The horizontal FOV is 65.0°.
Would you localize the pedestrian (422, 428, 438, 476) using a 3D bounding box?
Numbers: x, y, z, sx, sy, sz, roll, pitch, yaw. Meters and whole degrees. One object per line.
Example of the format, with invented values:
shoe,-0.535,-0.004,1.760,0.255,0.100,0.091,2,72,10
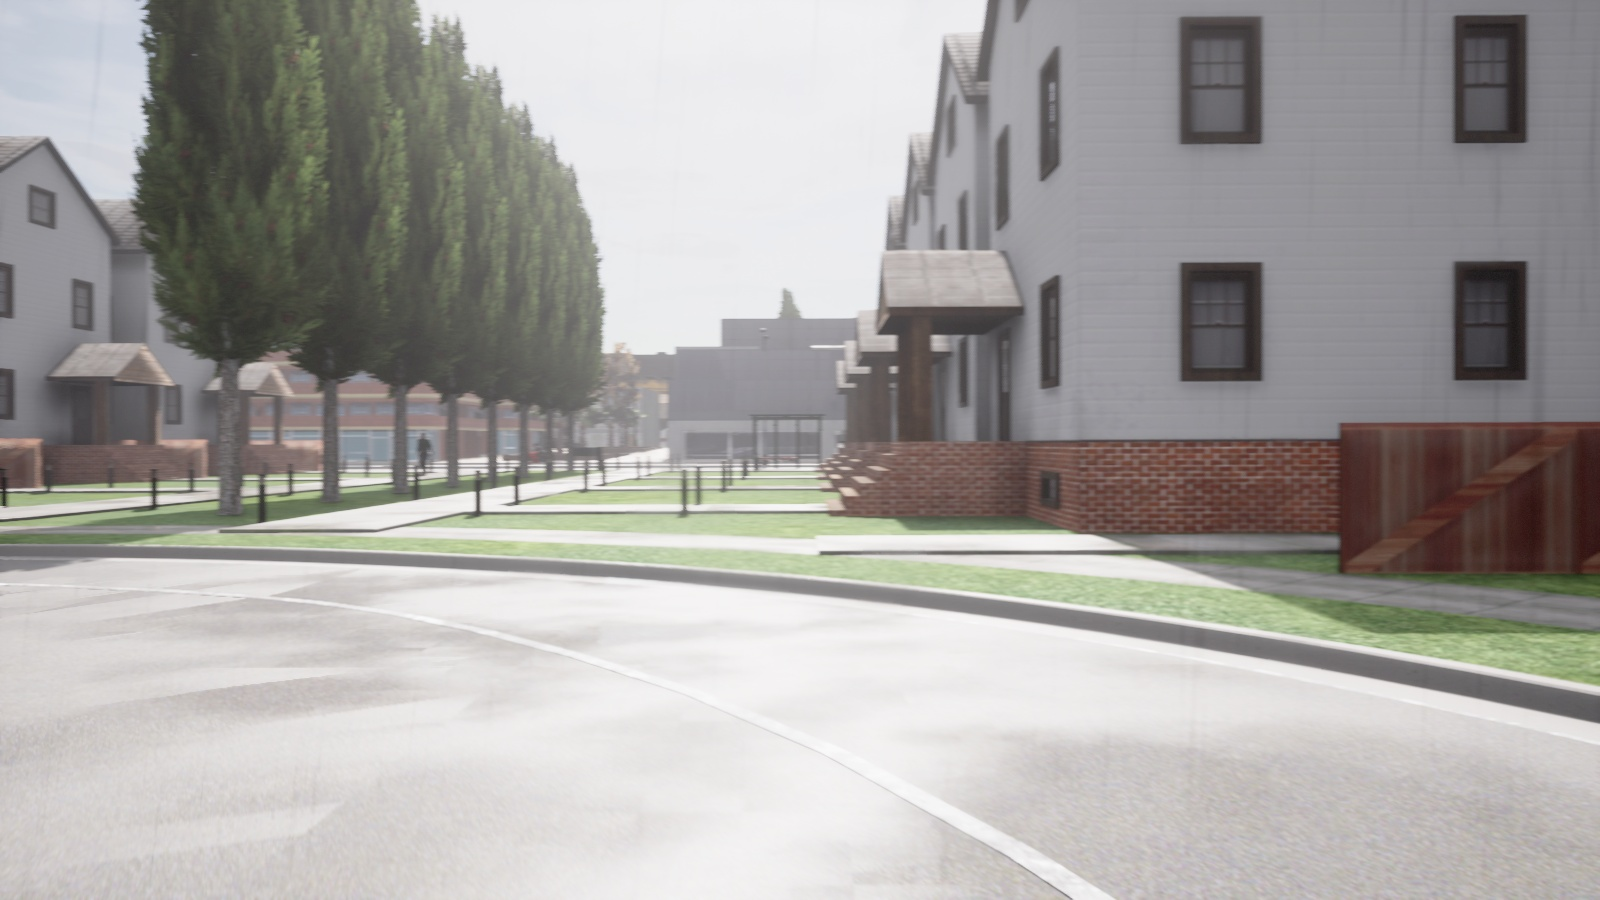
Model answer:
pedestrian,-15.205,0.088,51.634,0.423,1.949,0.788,0,0,2
